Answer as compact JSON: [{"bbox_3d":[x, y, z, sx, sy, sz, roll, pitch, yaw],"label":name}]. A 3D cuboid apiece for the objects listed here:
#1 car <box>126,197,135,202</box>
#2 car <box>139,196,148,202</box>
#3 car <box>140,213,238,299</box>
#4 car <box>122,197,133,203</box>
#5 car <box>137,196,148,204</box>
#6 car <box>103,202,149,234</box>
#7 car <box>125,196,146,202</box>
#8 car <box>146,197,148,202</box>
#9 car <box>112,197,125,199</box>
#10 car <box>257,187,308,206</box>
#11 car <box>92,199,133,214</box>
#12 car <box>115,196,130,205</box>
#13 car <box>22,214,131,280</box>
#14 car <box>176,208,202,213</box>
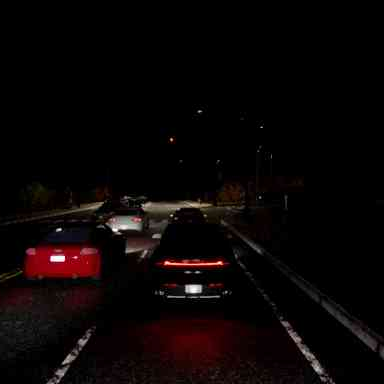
[{"bbox_3d":[-15.171,1.806,81.953,1.895,1.301,4.718,0,0,-8],"label":"car"},{"bbox_3d":[-11.796,1.731,81.193,2.128,1.511,4.902,0,0,-7],"label":"car"},{"bbox_3d":[0.013,1.509,8.446,1.837,1.490,4.892,0,0,0],"label":"car"},{"bbox_3d":[-13.901,1.714,71.708,1.994,1.385,4.181,0,0,-7],"label":"car"},{"bbox_3d":[-10.556,1.684,71.054,2.128,1.511,4.902,0,0,-6],"label":"car"},{"bbox_3d":[-3.479,1.540,18.722,1.812,1.442,4.674,0,0,-3],"label":"car"},{"bbox_3d":[-8.811,1.578,52.228,2.128,1.511,4.902,0,0,-5],"label":"car"},{"bbox_3d":[-9.588,1.684,61.081,1.994,1.385,4.181,0,0,-5],"label":"car"},{"bbox_3d":[-12.128,1.615,52.893,1.812,1.442,4.674,0,0,-5],"label":"car"},{"bbox_3d":[10.365,0.518,38.251,5.566,2.045,2.150,-3,0,-2],"label":"car"},{"bbox_3d":[-6.390,1.552,26.389,1.812,1.442,4.674,-1,0,6],"label":"car"},{"bbox_3d":[-12.928,1.614,61.982,2.128,1.511,4.902,0,0,-5],"label":"car"},{"bbox_3d":[-3.259,1.570,9.978,1.994,1.385,4.181,0,0,-1],"label":"car"},{"bbox_3d":[-0.179,1.561,17.853,2.033,1.411,5.357,0,0,-2],"label":"car"}]
